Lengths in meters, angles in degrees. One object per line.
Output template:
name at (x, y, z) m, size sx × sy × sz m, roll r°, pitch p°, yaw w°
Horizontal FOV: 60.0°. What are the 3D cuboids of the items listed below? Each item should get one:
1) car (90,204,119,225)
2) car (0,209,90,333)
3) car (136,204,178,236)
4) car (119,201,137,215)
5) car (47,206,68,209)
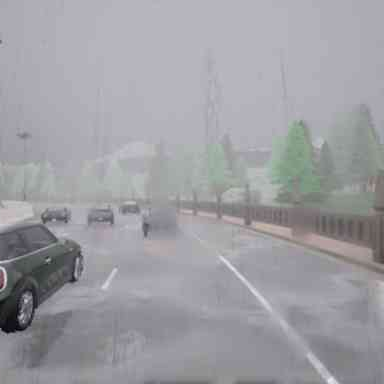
car at (-6.935, 1.676, 25.459) m, size 2.128 × 1.511 × 4.902 m, roll 0°, pitch 0°, yaw -14°
car at (-3.856, 1.413, 7.030) m, size 2.097 × 1.767 × 4.553 m, roll 0°, pitch 0°, yaw -3°
car at (-1.970, 1.616, 19.336) m, size 2.128 × 1.511 × 4.902 m, roll 0°, pitch 0°, yaw -10°
car at (-7.219, 1.738, 37.903) m, size 1.882 × 1.535 × 5.008 m, roll 0°, pitch 0°, yaw -20°
car at (-10.925, 1.814, 27.074) m, size 1.895 × 1.301 × 4.718 m, roll 0°, pitch 0°, yaw -16°
